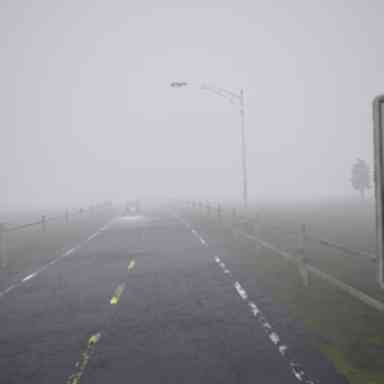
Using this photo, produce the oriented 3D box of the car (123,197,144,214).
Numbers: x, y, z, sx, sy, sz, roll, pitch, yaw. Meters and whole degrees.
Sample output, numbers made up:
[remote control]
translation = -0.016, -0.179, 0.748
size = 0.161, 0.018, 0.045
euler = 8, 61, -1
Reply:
[car]
translation = -6.648, 1.657, 37.601
size = 2.128, 1.511, 4.902
euler = -2, 0, -9
